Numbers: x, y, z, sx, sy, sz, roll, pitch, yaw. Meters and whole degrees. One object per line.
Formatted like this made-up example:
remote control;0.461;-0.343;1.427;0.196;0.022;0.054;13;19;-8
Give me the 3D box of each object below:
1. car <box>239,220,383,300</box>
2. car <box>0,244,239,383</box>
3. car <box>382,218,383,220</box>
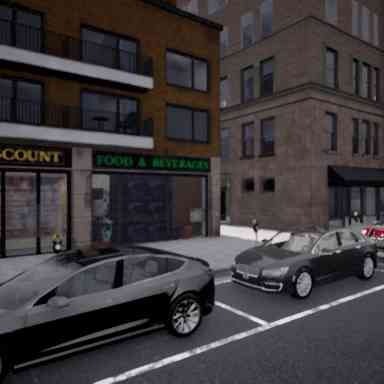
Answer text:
car;2.912;1.524;8.234;4.403;1.369;2.008;0;0;-35
car;-1.595;1.560;5.049;4.313;1.339;1.947;0;0;-35
car;7.419;1.395;11.418;4.097;1.590;1.967;0;0;-35
